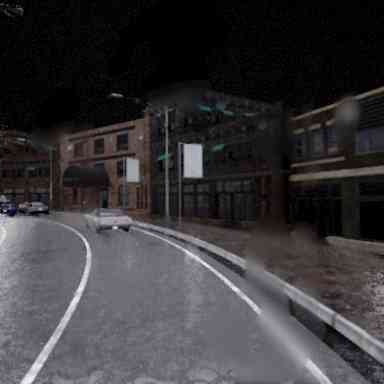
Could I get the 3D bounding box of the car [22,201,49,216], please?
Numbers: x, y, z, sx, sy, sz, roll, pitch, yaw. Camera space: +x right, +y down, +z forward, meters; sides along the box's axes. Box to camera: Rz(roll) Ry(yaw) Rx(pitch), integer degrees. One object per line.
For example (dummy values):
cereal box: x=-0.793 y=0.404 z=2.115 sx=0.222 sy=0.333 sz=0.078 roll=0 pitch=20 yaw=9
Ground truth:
car: x=-16.018 y=1.590 z=33.140 sx=4.181 sy=1.385 sz=1.994 roll=0 pitch=-1 yaw=41

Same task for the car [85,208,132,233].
car: x=-5.104 y=1.615 z=19.712 sx=1.895 sy=1.301 sz=4.718 roll=0 pitch=0 yaw=-27

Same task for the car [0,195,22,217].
car: x=-18.329 y=1.274 z=30.734 sx=5.566 sy=2.045 sz=2.150 roll=0 pitch=0 yaw=40
